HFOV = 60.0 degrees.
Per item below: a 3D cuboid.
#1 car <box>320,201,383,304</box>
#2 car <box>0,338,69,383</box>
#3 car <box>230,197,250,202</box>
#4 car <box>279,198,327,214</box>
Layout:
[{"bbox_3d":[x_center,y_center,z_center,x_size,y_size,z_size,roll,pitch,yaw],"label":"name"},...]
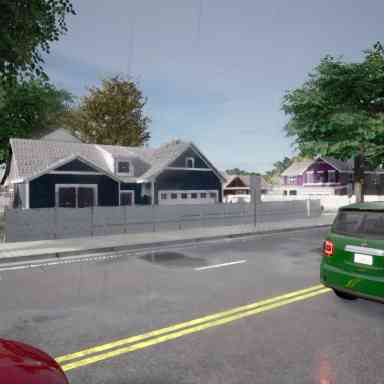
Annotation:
[{"bbox_3d":[5.067,1.210,7.098,5.566,2.045,2.150,0,0,-35],"label":"car"},{"bbox_3d":[-3.054,1.476,1.263,5.008,1.535,1.882,0,0,-35],"label":"car"},{"bbox_3d":[7.024,1.431,45.076,2.097,1.767,4.553,-1,0,-31],"label":"car"},{"bbox_3d":[12.201,1.494,36.926,1.882,1.535,5.008,-1,0,-33],"label":"car"}]
